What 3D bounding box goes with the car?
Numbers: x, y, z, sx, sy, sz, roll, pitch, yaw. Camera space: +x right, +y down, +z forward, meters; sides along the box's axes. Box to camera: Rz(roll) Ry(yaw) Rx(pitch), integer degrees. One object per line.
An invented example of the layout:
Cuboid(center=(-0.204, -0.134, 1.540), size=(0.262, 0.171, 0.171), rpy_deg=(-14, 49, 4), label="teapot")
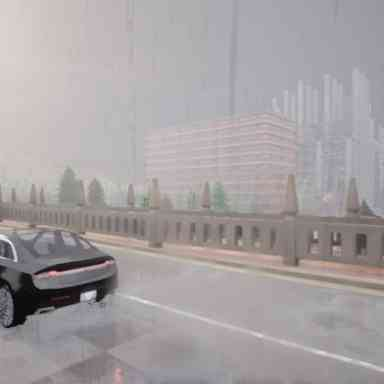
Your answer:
Cuboid(center=(-3.593, 1.514, 7.078), size=(4.902, 1.511, 2.128), rpy_deg=(0, 0, 39), label="car")
